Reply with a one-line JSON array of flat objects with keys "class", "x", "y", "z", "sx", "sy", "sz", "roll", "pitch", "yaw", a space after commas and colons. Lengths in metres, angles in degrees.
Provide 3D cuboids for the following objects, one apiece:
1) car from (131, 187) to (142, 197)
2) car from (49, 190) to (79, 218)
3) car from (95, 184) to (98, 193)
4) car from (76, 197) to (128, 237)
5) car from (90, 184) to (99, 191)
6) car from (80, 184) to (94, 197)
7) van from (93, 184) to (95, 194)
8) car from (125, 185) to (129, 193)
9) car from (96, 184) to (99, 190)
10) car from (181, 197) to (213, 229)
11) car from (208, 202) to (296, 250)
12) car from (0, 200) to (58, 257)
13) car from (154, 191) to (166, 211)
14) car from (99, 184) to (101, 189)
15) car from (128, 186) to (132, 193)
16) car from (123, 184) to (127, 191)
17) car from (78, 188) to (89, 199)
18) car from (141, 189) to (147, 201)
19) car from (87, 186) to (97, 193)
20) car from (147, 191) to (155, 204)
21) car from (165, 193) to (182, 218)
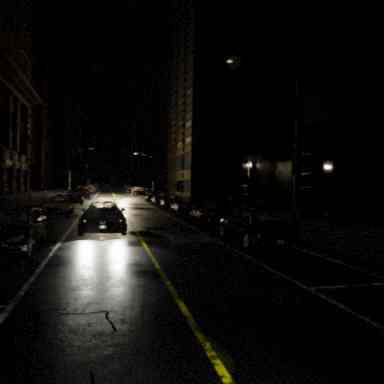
[{"class": "car", "x": -8.834, "y": 0.079, "z": 56.576, "sx": 1.887, "sy": 1.381, "sz": 4.507, "roll": 2, "pitch": 1, "yaw": -14}, {"class": "car", "x": -8.635, "y": 0.832, "z": 21.605, "sx": 1.752, "sy": 1.417, "sz": 4.829, "roll": 2, "pitch": 1, "yaw": -14}, {"class": "car", "x": -18.489, "y": -0.234, "z": 59.884, "sx": 1.947, "sy": 1.339, "sz": 4.313, "roll": 2, "pitch": 1, "yaw": -14}, {"class": "car", "x": -4.012, "y": 1.135, "z": 15.071, "sx": 1.994, "sy": 1.385, "sz": 4.181, "roll": 1, "pitch": 1, "yaw": -14}, {"class": "car", "x": -25.490, "y": -1.158, "z": 87.105, "sx": 1.967, "sy": 1.590, "sz": 4.097, "roll": 2, "pitch": 1, "yaw": -14}, {"class": "car", "x": -14.280, "y": 0.116, "z": 43.548, "sx": 1.967, "sy": 1.590, "sz": 4.097, "roll": 2, "pitch": 1, "yaw": -14}, {"class": "van", "x": -15.677, "y": -0.141, "z": 48.991, "sx": 1.690, "sy": 1.788, "sz": 3.998, "roll": 2, "pitch": 1, "yaw": -14}, {"class": "car", "x": -13.039, "y": -0.398, "z": 72.910, "sx": 1.887, "sy": 1.381, "sz": 4.507, "roll": 2, "pitch": 1, "yaw": -14}, {"class": "car", "x": -19.885, "y": -0.519, "z": 65.327, "sx": 1.967, "sy": 1.590, "sz": 4.097, "roll": 2, "pitch": 1, "yaw": -14}, {"class": "car", "x": 0.976, "y": 1.177, "z": 18.460, "sx": 1.887, "sy": 1.381, "sz": 4.507, "roll": 2, "pitch": 1, "yaw": -14}, {"class": "car", "x": 2.377, "y": 1.337, "z": 13.015, "sx": 2.008, "sy": 1.369, "sz": 4.403, "roll": 2, "pitch": 1, "yaw": -14}, {"class": "car", "x": -5.875, "y": 1.161, "z": 10.880, "sx": 2.008, "sy": 1.369, "sz": 4.403, "roll": 2, "pitch": 1, "yaw": -14}, {"class": "car", "x": -1.827, "y": 0.868, "z": 29.350, "sx": 1.887, "sy": 1.381, "sz": 4.507, "roll": 2, "pitch": 1, "yaw": -14}, {"class": "car", "x": -22.683, "y": -0.963, "z": 76.214, "sx": 2.192, "sy": 1.841, "sz": 5.009, "roll": 2, "pitch": 1, "yaw": -14}, {"class": "car", "x": -10.232, "y": -0.184, "z": 62.019, "sx": 1.967, "sy": 1.590, "sz": 4.097, "roll": 2, "pitch": 1, "yaw": -14}, {"class": "car", "x": -14.441, "y": -0.551, "z": 78.355, "sx": 2.008, "sy": 1.369, "sz": 4.403, "roll": 2, "pitch": 1, "yaw": -14}, {"class": "car", "x": -11.482, "y": 0.573, "z": 32.661, "sx": 1.802, "sy": 1.307, "sz": 4.206, "roll": 2, "pitch": 1, "yaw": -14}, {"class": "car", "x": -4.631, "y": 0.576, "z": 40.242, "sx": 1.947, "sy": 1.339, "sz": 4.313, "roll": 2, "pitch": 1, "yaw": -14}, {"class": "car", "x": -21.247, "y": -0.588, "z": 70.608, "sx": 1.752, "sy": 1.417, "sz": 4.829, "roll": 2, "pitch": 1, "yaw": -14}, {"class": "car", "x": -3.229, "y": 0.711, "z": 34.795, "sx": 1.887, "sy": 1.381, "sz": 4.507, "roll": 2, "pitch": 1, "yaw": -14}, {"class": "car", "x": -0.426, "y": 1.023, "z": 23.904, "sx": 1.887, "sy": 1.381, "sz": 4.507, "roll": 2, "pitch": 1, "yaw": -14}]
